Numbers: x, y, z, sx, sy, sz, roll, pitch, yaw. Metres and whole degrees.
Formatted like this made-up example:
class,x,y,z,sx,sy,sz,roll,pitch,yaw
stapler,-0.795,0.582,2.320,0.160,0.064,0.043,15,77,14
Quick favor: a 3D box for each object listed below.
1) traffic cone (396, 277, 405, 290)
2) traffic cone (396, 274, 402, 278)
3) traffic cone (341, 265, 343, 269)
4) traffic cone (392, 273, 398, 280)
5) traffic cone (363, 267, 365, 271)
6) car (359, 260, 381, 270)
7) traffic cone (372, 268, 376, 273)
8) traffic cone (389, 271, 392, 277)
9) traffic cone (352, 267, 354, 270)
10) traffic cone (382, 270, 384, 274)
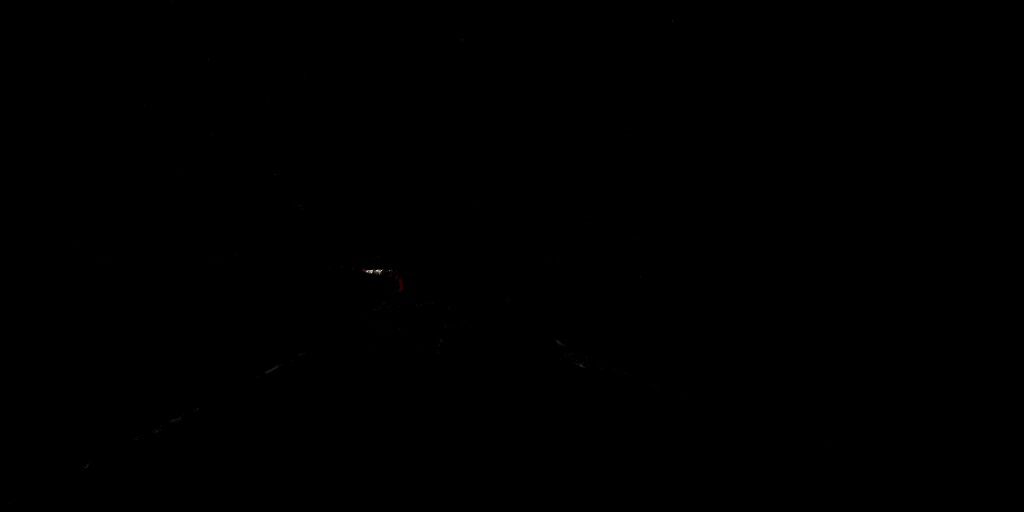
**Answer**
class,x,y,z,sx,sy,sz,roll,pitch,yaw
traffic cone,-6.576,1.732,21.338,0.340,0.580,0.340,0,0,-16
traffic cone,-8.024,1.731,25.958,0.340,0.580,0.340,0,0,-19
traffic cone,-25.869,1.649,54.446,0.340,0.580,0.340,0,0,-45
traffic cone,-9.765,1.728,30.475,0.340,0.580,0.340,0,0,-23
traffic cone,-19.491,1.689,47.166,0.340,0.580,0.340,0,0,-38
car,-20.350,1.293,51.326,1.994,1.385,4.181,0,0,-41
traffic cone,-16.663,1.704,43.236,0.340,0.580,0.340,0,0,-34
traffic cone,-11.790,1.723,34.873,0.340,0.580,0.340,0,0,-27
traffic cone,-22.563,1.671,50.909,0.340,0.580,0.340,0,0,-41
traffic cone,-14.093,1.715,39.132,0.340,0.580,0.340,0,0,-30
